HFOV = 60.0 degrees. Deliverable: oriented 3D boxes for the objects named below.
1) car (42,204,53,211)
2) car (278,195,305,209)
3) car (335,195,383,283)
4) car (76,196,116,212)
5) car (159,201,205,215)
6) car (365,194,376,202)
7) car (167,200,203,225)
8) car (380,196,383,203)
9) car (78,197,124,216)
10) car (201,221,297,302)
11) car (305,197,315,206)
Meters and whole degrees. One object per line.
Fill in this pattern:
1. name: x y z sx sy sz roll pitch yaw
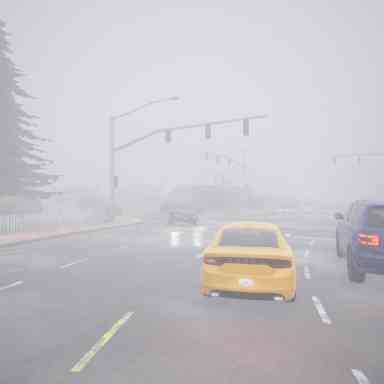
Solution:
1. car: -18.615 1.581 39.793 4.674 1.442 1.812 0 0 32
2. car: 13.332 1.547 45.166 2.033 1.411 5.357 0 0 31
3. car: 5.453 1.221 9.459 2.150 2.045 5.566 0 0 19
4. car: -11.379 1.407 39.410 4.553 1.767 2.097 0 0 32
5. car: -1.052 1.561 32.986 4.892 1.490 1.837 0 0 32
6. car: 42.809 1.355 79.739 2.097 1.767 4.553 0 0 31
7. car: -0.615 1.535 24.079 1.837 1.490 4.892 4 -1 -5
8. car: 40.485 1.540 69.234 2.033 1.411 5.357 0 0 31
9. car: -9.091 1.581 33.865 4.674 1.442 1.812 0 0 32
10. car: 1.490 1.478 8.426 1.882 1.535 5.008 0 0 12
11. car: 18.687 1.526 53.900 1.812 1.442 4.674 0 0 32
